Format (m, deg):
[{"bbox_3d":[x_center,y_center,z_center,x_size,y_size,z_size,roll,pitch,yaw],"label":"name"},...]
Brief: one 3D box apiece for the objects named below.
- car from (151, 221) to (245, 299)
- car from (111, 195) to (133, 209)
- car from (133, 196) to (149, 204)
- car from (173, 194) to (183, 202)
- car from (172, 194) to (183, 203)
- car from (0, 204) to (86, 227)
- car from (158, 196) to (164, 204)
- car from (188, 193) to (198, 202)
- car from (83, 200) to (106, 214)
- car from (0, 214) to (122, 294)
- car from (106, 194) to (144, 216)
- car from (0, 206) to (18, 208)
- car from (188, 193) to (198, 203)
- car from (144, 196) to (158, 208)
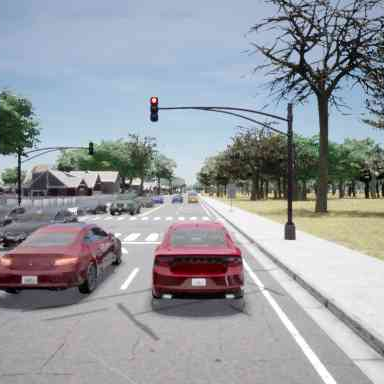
[{"bbox_3d":[0.117,1.477,8.486,1.882,1.535,5.008,0,0,0],"label":"car"},{"bbox_3d":[-9.736,1.345,46.661,2.097,1.767,4.553,0,0,0],"label":"car"},{"bbox_3d":[-9.649,1.524,63.304,2.033,1.411,5.357,0,0,1],"label":"car"},{"bbox_3d":[-3.068,1.321,76.287,2.097,1.767,4.553,0,0,0],"label":"car"},{"bbox_3d":[-2.990,1.500,66.321,1.812,1.442,4.674,0,0,0],"label":"car"},{"bbox_3d":[-6.567,1.505,14.823,1.837,1.490,4.892,0,0,0],"label":"car"},{"bbox_3d":[-6.408,1.455,62.449,1.882,1.535,5.008,0,0,1],"label":"car"},{"bbox_3d":[0.182,1.191,76.315,2.150,2.045,5.566,0,0,0],"label":"car"},{"bbox_3d":[-9.889,1.521,33.528,1.812,1.442,4.674,0,0,4],"label":"car"},{"bbox_3d":[-3.130,1.525,8.697,1.812,1.442,4.674,0,0,0],"label":"car"},{"bbox_3d":[-6.518,1.218,32.846,2.150,2.045,5.566,0,0,0],"label":"car"},{"bbox_3d":[-9.809,1.508,17.181,1.837,1.490,4.892,0,0,0],"label":"car"},{"bbox_3d":[0.255,1.452,65.914,1.882,1.535,5.008,0,0,0],"label":"car"},{"bbox_3d":[-6.483,1.495,47.852,1.837,1.490,4.892,0,0,0],"label":"car"}]
